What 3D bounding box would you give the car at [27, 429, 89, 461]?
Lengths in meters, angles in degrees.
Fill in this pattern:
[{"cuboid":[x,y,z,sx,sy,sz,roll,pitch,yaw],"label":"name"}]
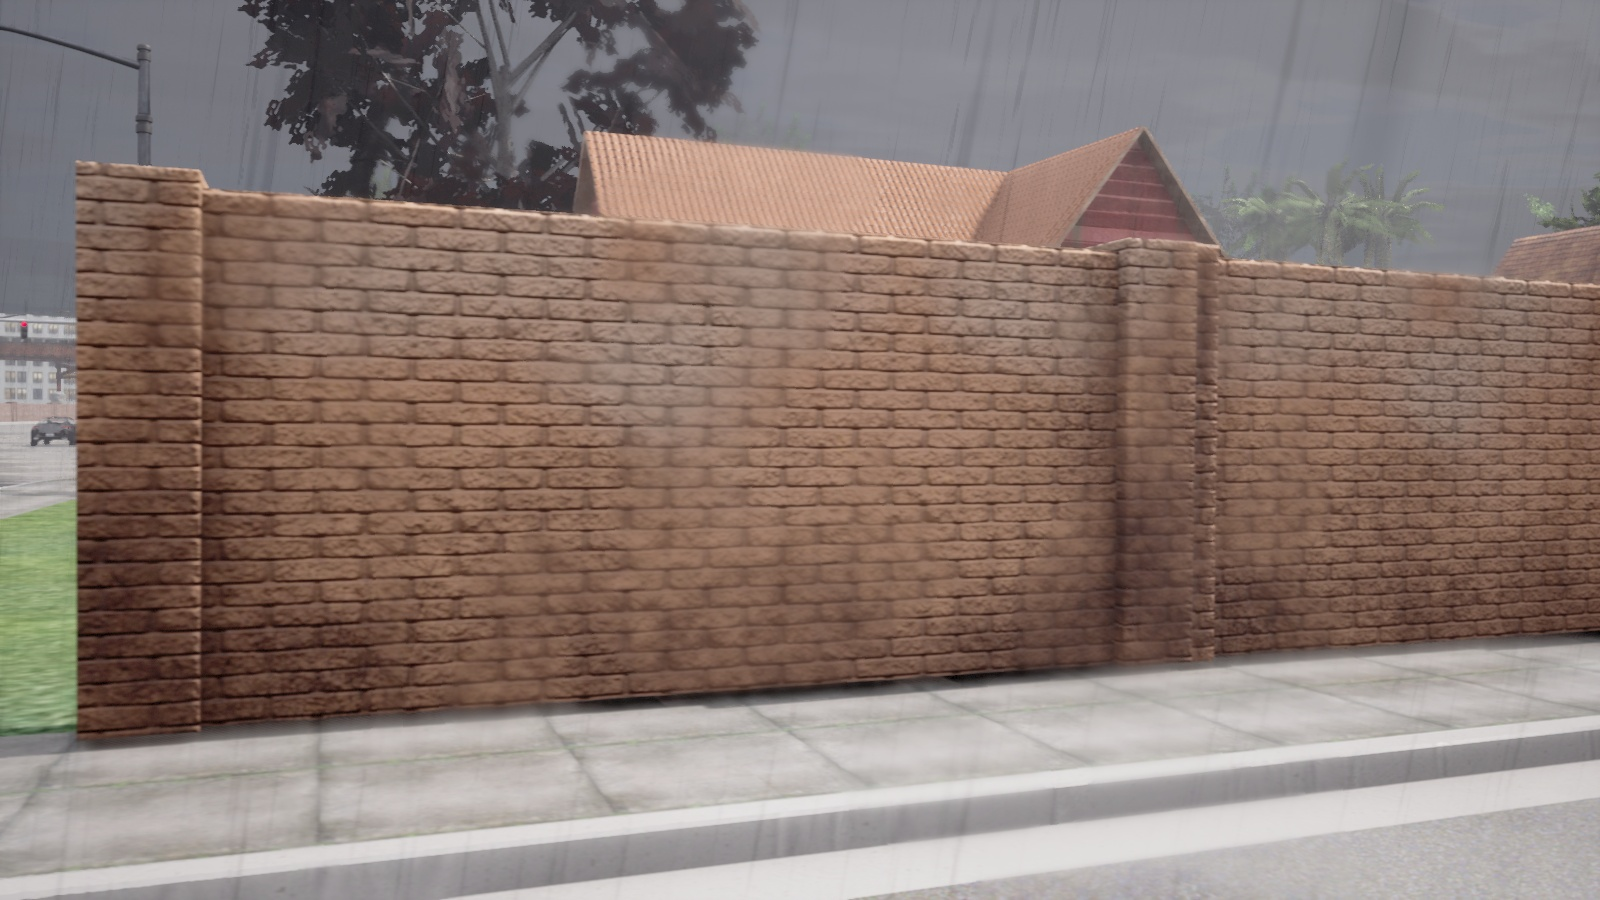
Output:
[{"cuboid":[-42.259,-0.319,71.669,2.152,1.651,5.027,-1,2,-20],"label":"car"}]
